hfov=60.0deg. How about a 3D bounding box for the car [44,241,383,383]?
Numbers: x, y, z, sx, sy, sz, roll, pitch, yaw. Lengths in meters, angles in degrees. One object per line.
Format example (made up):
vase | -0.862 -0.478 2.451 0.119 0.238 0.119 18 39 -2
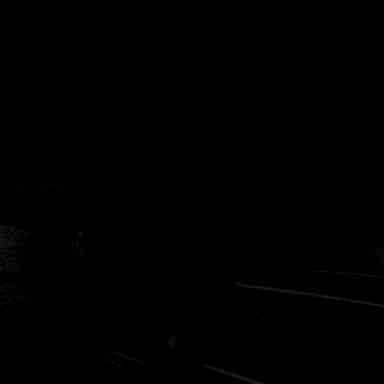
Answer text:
car | 1.102 1.315 2.282 5.009 1.841 2.192 0 1 35
